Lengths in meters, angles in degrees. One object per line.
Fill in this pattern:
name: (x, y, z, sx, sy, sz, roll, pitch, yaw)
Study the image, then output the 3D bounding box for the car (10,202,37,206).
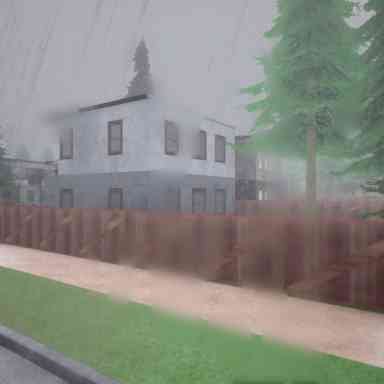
car: (-12.959, 1.545, 25.857, 1.994, 1.385, 4.181, 0, 0, 29)

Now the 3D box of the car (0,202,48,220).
car: (-15.332, 1.582, 29.320, 1.895, 1.301, 4.718, 0, 0, 28)
